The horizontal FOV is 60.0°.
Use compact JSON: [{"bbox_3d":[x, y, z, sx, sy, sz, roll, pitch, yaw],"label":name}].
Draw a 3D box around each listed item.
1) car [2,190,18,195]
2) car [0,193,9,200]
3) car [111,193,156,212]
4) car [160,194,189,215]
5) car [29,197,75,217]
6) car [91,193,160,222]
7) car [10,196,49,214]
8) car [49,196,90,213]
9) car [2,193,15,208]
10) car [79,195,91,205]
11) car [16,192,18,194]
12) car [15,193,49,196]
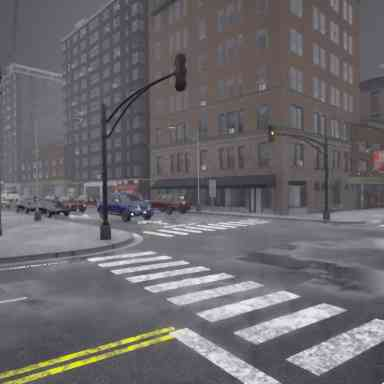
[{"bbox_3d":[-31.914,0.705,57.936,2.150,2.045,5.566,-1,1,-44],"label":"car"},{"bbox_3d":[-40.736,0.883,70.744,1.947,1.339,4.313,0,1,-44],"label":"car"},{"bbox_3d":[-6.238,1.044,35.147,2.192,1.841,5.009,0,1,-44],"label":"car"},{"bbox_3d":[-2.405,1.086,31.192,2.192,1.841,5.009,0,1,-44],"label":"car"},{"bbox_3d":[-12.356,1.417,29.212,1.947,1.339,4.313,0,1,-44],"label":"car"},{"bbox_3d":[-5.305,1.089,25.882,2.150,2.045,5.566,-1,1,-44],"label":"car"},{"bbox_3d":[-16.188,1.374,33.167,1.947,1.339,4.313,0,1,-44],"label":"car"},{"bbox_3d":[-12.383,1.390,33.190,1.895,1.301,4.718,-1,1,-44],"label":"car"},{"bbox_3d":[-23.734,1.247,40.952,1.752,1.417,4.829,0,1,-44],"label":"car"},{"bbox_3d":[-13.905,1.083,43.058,1.967,1.590,4.097,0,1,-44],"label":"car"},{"bbox_3d":[-29.237,1.042,58.879,1.802,1.307,4.206,0,1,-44],"label":"car"},{"bbox_3d":[-19.772,1.211,40.837,1.837,1.490,4.892,-1,1,-44],"label":"car"}]
